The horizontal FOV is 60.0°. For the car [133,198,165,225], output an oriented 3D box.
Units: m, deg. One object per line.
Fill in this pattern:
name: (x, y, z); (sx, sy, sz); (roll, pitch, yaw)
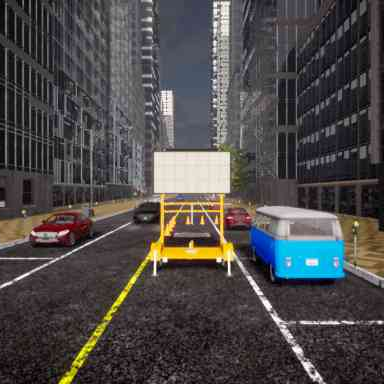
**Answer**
car: (-3.098, 1.477, 24.571); (1.882, 1.535, 5.008); (0, 0, 0)

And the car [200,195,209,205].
car: (2.694, 1.544, 49.150); (2.008, 1.369, 4.403); (0, 0, 0)

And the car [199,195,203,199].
car: (2.695, 1.538, 54.843); (2.008, 1.369, 4.403); (0, 0, 0)

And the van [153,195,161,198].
van: (-5.686, 1.328, 54.847); (1.690, 1.788, 3.998); (0, 0, 0)

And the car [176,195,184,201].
car: (-2.995, 1.417, 84.098); (1.882, 1.535, 5.008); (0, 0, 0)

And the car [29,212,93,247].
car: (-5.690, 1.581, 14.999); (1.802, 1.307, 4.206); (0, 0, 0)

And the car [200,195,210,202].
car: (2.696, 1.401, 71.920); (1.967, 1.590, 4.097); (0, 0, 0)

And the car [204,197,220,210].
car: (2.693, 1.581, 37.766); (1.802, 1.307, 4.206); (0, 0, 0)

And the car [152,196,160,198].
car: (-5.687, 1.548, 43.462); (2.008, 1.369, 4.403); (0, 0, 0)

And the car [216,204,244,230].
car: (2.692, 1.581, 20.688); (1.802, 1.307, 4.206); (0, 0, 0)

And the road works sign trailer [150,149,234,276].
road works sign trailer: (0.001, 0.464, 10.323); (2.380, 3.560, 2.880); (0, 0, 0)

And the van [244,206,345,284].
van: (2.691, 1.341, 9.304); (1.690, 1.788, 3.998); (0, 0, 0)

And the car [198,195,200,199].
car: (2.696, 1.410, 66.228); (1.967, 1.590, 4.097); (0, 0, 0)

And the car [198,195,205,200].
car: (2.698, 1.462, 94.690); (1.887, 1.381, 4.507); (0, 0, 0)
